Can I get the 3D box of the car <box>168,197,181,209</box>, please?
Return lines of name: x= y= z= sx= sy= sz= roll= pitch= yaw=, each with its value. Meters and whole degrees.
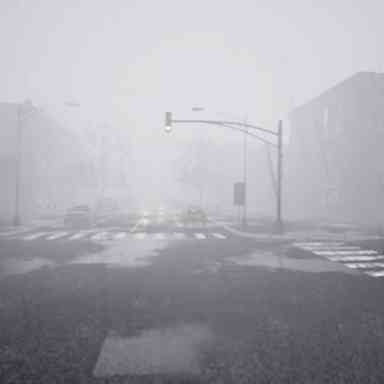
car: x=-2.402 y=1.919 z=53.016 sx=2.008 sy=1.369 sz=4.403 roll=0 pitch=0 yaw=-5

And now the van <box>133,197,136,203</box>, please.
van: x=-11.254 y=1.615 z=57.770 sx=1.690 sy=1.788 sz=3.998 roll=0 pitch=0 yaw=-5

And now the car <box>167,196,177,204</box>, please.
car: x=-4.950 y=1.854 z=80.631 sx=2.192 sy=1.841 sz=5.009 roll=0 pitch=0 yaw=-5

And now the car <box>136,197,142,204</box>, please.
car: x=-12.786 y=1.942 z=74.337 sx=1.947 sy=1.339 sz=4.313 roll=0 pitch=0 yaw=-5

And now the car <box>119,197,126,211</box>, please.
car: x=-9.726 y=1.715 z=41.201 sx=1.887 sy=1.381 sz=4.507 roll=0 pitch=0 yaw=-5

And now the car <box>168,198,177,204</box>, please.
car: x=-4.441 y=2.050 z=75.107 sx=1.887 sy=1.381 sz=4.507 roll=0 pitch=0 yaw=-5

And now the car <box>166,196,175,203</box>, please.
car: x=-5.970 y=1.922 z=91.676 sx=2.192 sy=1.841 sz=5.009 roll=0 pitch=0 yaw=-5

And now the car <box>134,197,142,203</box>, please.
car: x=-13.806 y=2.026 z=85.382 sx=1.802 sy=1.307 sz=4.206 roll=0 pitch=0 yaw=-5

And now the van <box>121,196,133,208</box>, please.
van: x=-10.745 y=1.580 z=52.248 sx=1.690 sy=1.788 sz=3.998 roll=0 pitch=0 yaw=-5

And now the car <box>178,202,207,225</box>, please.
car: x=0.132 y=1.722 z=25.572 sx=1.752 sy=1.417 sz=4.829 roll=0 pitch=0 yaw=-5

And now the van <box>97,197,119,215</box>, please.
van: x=-9.215 y=1.477 z=35.679 sx=1.690 sy=1.788 sz=3.998 roll=0 pitch=0 yaw=-5

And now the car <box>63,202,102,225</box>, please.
car: x=-8.196 y=1.649 z=24.633 sx=1.802 sy=1.307 sz=4.206 roll=0 pitch=0 yaw=-5

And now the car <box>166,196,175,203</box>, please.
car: x=-3.932 y=2.037 z=69.584 sx=1.947 sy=1.339 sz=4.313 roll=0 pitch=0 yaw=-5

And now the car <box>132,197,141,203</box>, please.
car: x=-13.295 y=1.955 z=79.860 sx=1.887 sy=1.381 sz=4.507 roll=0 pitch=0 yaw=-5
